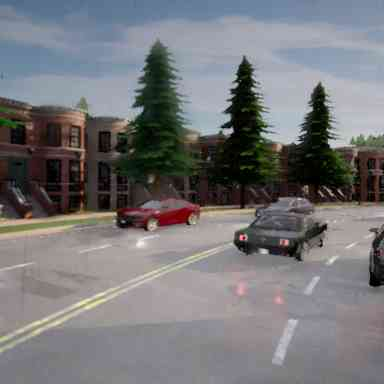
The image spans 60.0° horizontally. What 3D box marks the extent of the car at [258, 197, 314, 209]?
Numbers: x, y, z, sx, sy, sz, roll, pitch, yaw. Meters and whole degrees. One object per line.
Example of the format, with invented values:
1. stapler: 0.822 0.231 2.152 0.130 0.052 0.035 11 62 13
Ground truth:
1. car: 5.624 1.076 19.897 4.892 1.490 1.837 0 1 -45

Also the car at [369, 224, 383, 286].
1. car: 5.476 1.391 8.186 1.812 1.442 4.674 1 2 31

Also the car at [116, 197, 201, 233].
1. car: -1.544 1.019 16.729 1.882 1.535 5.008 2 2 37

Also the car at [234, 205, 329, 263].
1. car: 3.246 1.355 11.227 1.895 1.301 4.718 2 2 33
